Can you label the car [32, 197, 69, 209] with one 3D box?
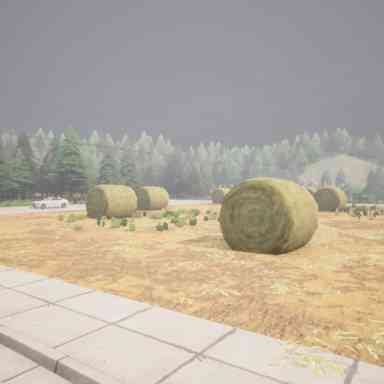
[{"bbox_3d":[-18.422,1.404,43.468,1.812,1.442,4.674,0,0,36],"label":"car"}]
